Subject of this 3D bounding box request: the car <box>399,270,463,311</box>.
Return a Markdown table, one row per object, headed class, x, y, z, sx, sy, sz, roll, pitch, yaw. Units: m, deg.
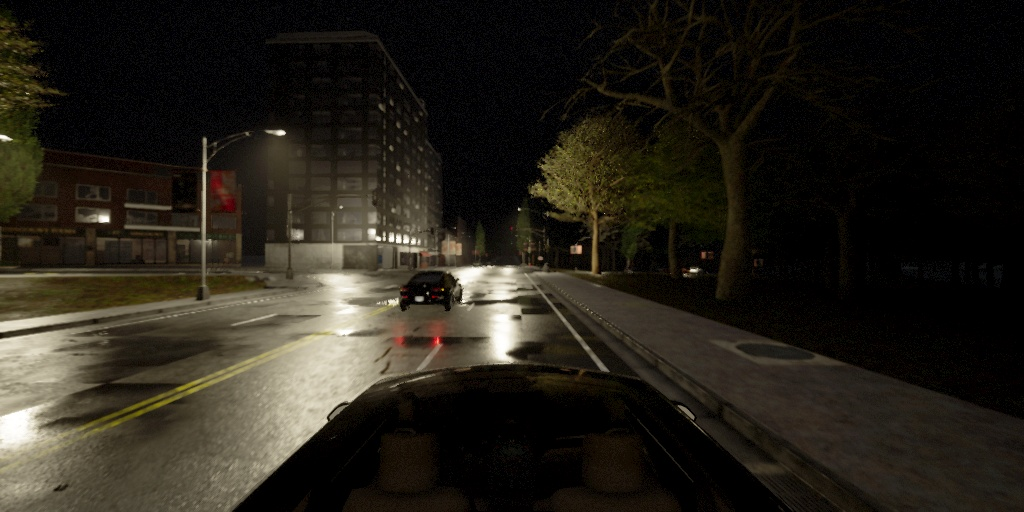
| class | x | y | z | sx | sy | sz | roll | pitch | yaw |
| --- | --- | --- | --- | --- | --- | --- | --- | --- | --- |
| car | -3.143 | 1.296 | 14.486 | 1.812 | 1.442 | 4.674 | 0 | 0 | 0 |
